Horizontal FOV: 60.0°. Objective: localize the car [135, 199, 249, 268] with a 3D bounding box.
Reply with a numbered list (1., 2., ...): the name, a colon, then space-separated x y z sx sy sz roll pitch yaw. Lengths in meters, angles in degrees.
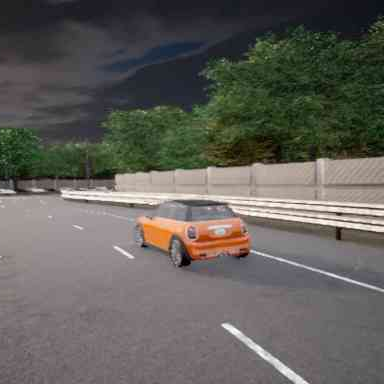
1. car: -0.250 1.006 10.412 2.097 1.767 4.553 -2 2 -27
